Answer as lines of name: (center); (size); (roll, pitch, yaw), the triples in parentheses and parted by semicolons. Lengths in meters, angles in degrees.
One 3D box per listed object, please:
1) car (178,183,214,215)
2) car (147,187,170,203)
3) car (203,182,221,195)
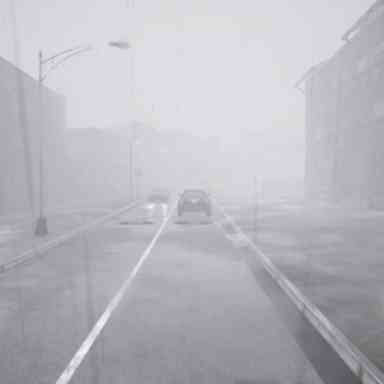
car: (0.151, 0.513, 22.660); (2.097, 1.767, 4.553); (0, 3, 0)
car: (-3.043, 0.244, 31.518); (2.033, 1.411, 5.357); (0, 3, 0)
car: (2.178, -0.445, 41.861); (2.097, 1.767, 4.553); (0, 2, 21)
